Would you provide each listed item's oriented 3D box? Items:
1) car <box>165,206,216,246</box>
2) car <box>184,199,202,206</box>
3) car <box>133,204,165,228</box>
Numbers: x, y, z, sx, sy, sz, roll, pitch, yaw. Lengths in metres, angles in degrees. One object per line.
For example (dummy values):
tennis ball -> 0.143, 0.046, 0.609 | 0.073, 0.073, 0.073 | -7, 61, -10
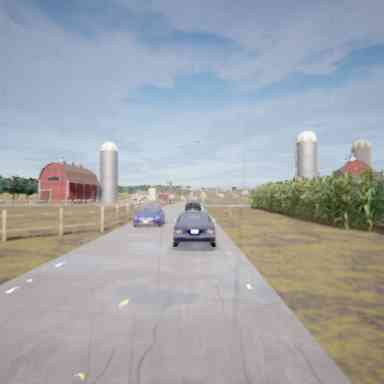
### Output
car -> 0.100, 1.574, 15.233 | 2.033, 1.411, 5.357 | 0, 0, 0
car -> 0.104, 1.662, 39.781 | 1.837, 1.490, 4.892 | 0, -1, 0
car -> -2.846, 1.583, 22.881 | 1.812, 1.442, 4.674 | 0, 0, 0
